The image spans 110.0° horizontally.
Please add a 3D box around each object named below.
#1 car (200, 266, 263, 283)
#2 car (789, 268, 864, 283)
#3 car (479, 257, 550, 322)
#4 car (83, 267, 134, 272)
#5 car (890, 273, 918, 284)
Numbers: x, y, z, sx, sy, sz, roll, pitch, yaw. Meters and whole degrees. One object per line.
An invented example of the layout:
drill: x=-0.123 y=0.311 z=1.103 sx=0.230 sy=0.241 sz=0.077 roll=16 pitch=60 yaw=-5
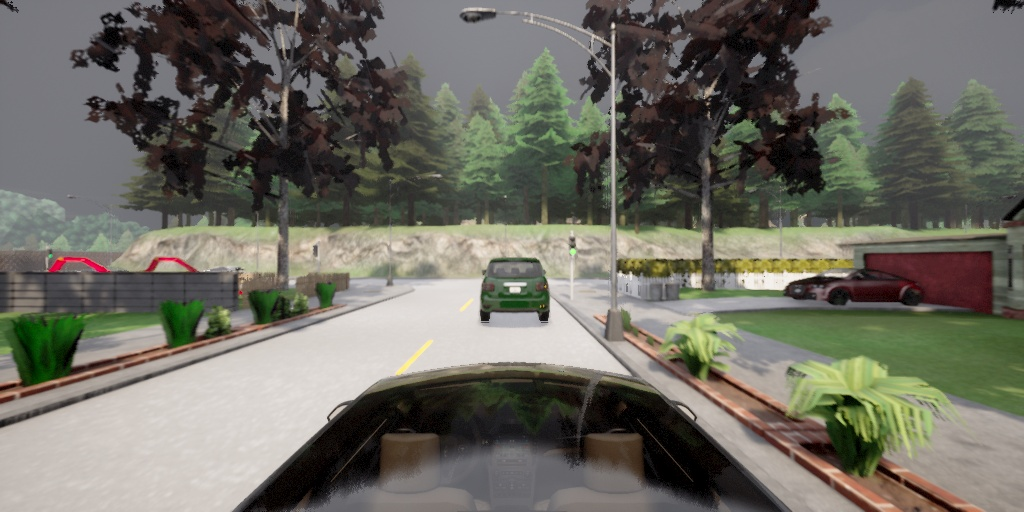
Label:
car: x=-23.264 y=1.535 z=29.651 sx=4.674 sy=1.442 sz=1.812 roll=0 pitch=-1 yaw=0
car: x=29.097 y=1.266 z=33.800 sx=5.566 sy=2.045 sz=2.150 roll=0 pitch=-1 yaw=0
car: x=0.072 y=1.074 z=12.827 sx=2.150 sy=2.045 sz=5.566 roll=0 pitch=-1 yaw=0
car: x=-33.196 y=1.574 z=29.662 sx=4.181 sy=1.385 sz=1.994 roll=0 pitch=-1 yaw=-1
car: x=39.009 y=1.608 z=33.764 sx=4.181 sy=1.385 sz=1.994 roll=0 pitch=-1 yaw=1
